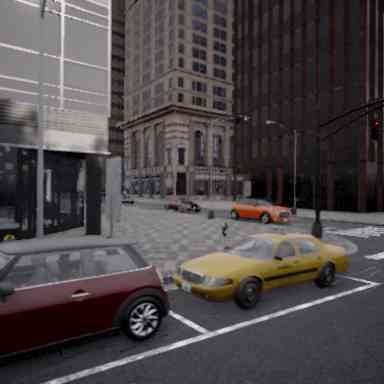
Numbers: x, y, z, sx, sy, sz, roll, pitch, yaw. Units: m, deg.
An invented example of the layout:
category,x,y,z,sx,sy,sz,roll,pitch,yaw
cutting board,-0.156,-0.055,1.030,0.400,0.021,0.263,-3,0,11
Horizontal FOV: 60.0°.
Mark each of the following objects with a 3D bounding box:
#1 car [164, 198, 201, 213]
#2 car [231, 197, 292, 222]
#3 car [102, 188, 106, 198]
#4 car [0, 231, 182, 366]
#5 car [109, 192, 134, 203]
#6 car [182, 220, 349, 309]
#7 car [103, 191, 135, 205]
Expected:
category,x,y,z,sx,sy,sz,roll,pitch,yaw
car,-0.940,1.250,31.870,1.994,1.385,4.181,1,1,-36
car,4.881,1.231,23.757,2.097,1.767,4.553,1,1,-36
car,-16.868,0.353,59.398,2.150,2.045,5.566,1,1,-36
car,-2.444,1.449,4.906,4.097,1.590,1.967,1,0,-36
car,-10.896,0.794,51.144,1.882,1.535,5.008,1,1,-36
car,1.857,1.587,7.980,4.829,1.417,1.752,1,0,-36
car,-9.316,0.964,43.565,2.033,1.411,5.357,1,1,-35
